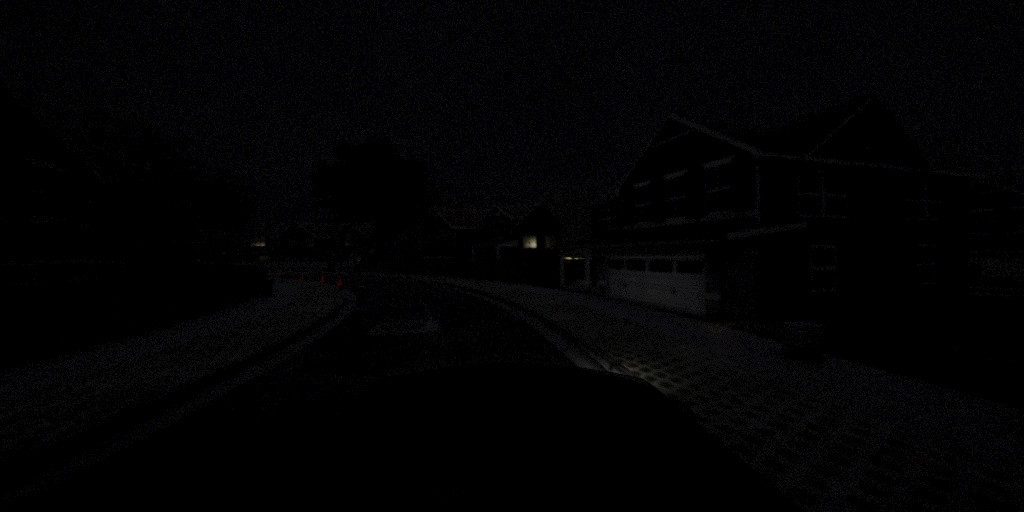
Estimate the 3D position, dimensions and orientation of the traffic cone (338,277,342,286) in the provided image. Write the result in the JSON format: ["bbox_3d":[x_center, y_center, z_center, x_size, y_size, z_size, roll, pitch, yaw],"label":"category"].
[{"bbox_3d":[-12.677,1.868,26.465,0.340,0.580,0.340,0,0,-39],"label":"traffic cone"}]

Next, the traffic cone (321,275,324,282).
[{"bbox_3d":[-15.824,1.899,29.972,0.340,0.580,0.340,0,0,45],"label":"traffic cone"}]

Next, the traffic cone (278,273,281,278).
[{"bbox_3d":[-23.217,1.973,35.789,0.340,0.580,0.340,0,0,32],"label":"traffic cone"}]

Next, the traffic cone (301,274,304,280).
[{"bbox_3d":[-19.352,1.933,33.094,0.340,0.580,0.340,0,0,38],"label":"traffic cone"}]
